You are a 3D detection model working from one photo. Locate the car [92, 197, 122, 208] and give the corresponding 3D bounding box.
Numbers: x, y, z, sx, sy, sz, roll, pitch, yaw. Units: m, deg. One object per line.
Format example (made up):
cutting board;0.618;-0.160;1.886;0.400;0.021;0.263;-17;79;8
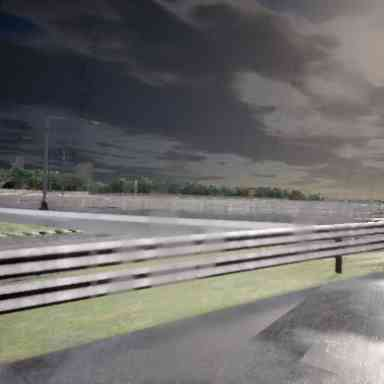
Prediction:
car;-11.944;1.501;46.550;4.674;1.442;1.812;1;-1;28
